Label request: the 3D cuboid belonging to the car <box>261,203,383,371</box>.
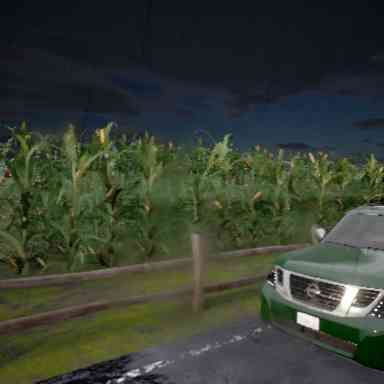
[{"bbox_3d":[3.662,1.237,5.675,5.566,2.045,2.150,0,0,-36],"label":"car"}]
